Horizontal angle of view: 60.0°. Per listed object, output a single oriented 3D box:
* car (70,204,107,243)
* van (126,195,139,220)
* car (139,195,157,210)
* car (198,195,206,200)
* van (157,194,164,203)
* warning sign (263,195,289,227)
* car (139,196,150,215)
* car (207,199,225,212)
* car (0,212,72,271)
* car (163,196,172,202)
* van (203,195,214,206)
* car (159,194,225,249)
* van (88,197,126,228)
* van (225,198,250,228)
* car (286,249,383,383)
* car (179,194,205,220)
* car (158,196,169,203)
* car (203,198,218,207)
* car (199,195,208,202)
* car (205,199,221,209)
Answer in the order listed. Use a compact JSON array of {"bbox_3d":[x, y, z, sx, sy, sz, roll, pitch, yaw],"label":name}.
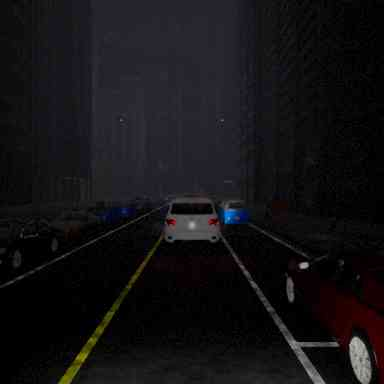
[{"bbox_3d":[-5.766,1.524,16.200,1.752,1.417,4.829,0,0,0],"label":"car"},{"bbox_3d":[-5.766,1.339,27.652,1.690,1.788,3.998,0,0,0],"label":"van"},{"bbox_3d":[-5.766,1.311,38.934,2.192,1.841,5.009,0,0,0],"label":"car"},{"bbox_3d":[2.760,1.535,89.704,2.008,1.369,4.403,0,0,0],"label":"car"},{"bbox_3d":[-5.766,1.334,61.498,1.690,1.788,3.998,0,0,0],"label":"van"},{"bbox_3d":[5.071,1.113,20.154,1.300,1.860,1.060,0,0,0],"label":"warning sign"},{"bbox_3d":[-5.766,1.437,33.293,1.967,1.590,4.097,0,0,0],"label":"car"},{"bbox_3d":[2.760,1.578,38.938,1.802,1.307,4.206,0,0,0],"label":"car"},{"bbox_3d":[-5.766,1.550,10.730,2.008,1.369,4.403,0,0,0],"label":"car"},{"bbox_3d":[-5.765,1.555,78.420,1.947,1.339,4.313,0,0,0],"label":"car"},{"bbox_3d":[2.759,1.335,55.860,1.690,1.788,3.998,0,0,0],"label":"van"},{"bbox_3d":[0.000,1.257,14.681,2.150,2.045,5.566,0,0,0],"label":"car"},{"bbox_3d":[-5.767,1.339,22.011,1.690,1.788,3.998,0,0,0],"label":"van"},{"bbox_3d":[2.759,1.339,22.016,1.690,1.788,3.998,0,0,0],"label":"van"},{"bbox_3d":[2.759,1.544,5.094,1.887,1.381,4.507,0,0,0],"label":"car"},{"bbox_3d":[0.000,1.256,29.681,2.150,2.045,5.566,0,0,0],"label":"car"},{"bbox_3d":[-5.765,1.536,67.139,1.887,1.381,4.507,0,0,0],"label":"car"},{"bbox_3d":[2.760,1.561,50.219,1.947,1.339,4.313,0,0,0],"label":"car"},{"bbox_3d":[2.760,1.534,78.423,1.887,1.381,4.507,0,0,0],"label":"car"},{"bbox_3d":[2.760,1.578,44.579,1.802,1.307,4.206,0,0,0],"label":"car"}]
